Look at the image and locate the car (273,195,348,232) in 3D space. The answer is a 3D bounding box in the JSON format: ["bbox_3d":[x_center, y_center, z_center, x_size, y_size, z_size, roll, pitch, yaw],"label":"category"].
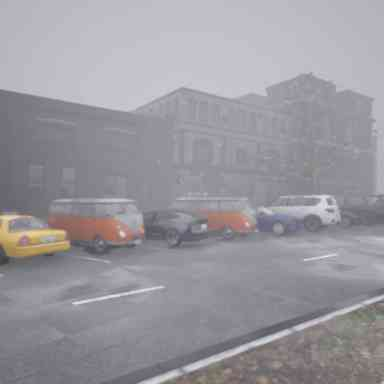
[{"bbox_3d":[6.000,1.218,20.135,5.566,2.045,2.435,-1,-1,35],"label":"car"}]

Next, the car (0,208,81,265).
[{"bbox_3d":[-6.469,1.461,11.603,5.366,1.575,1.946,-1,-1,35],"label":"car"}]

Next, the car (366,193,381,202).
[{"bbox_3d":[37.088,1.032,67.942,2.185,1.767,4.553,0,-1,36],"label":"car"}]

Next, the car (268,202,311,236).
[{"bbox_3d":[3.559,1.468,18.406,5.008,1.535,2.097,-1,-1,35],"label":"car"}]

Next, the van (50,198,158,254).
[{"bbox_3d":[-3.751,1.236,13.173,4.442,1.987,1.878,-1,-1,35],"label":"van"}]

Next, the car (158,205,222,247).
[{"bbox_3d":[-1.405,1.495,14.976,4.792,1.488,2.163,-1,-1,35],"label":"car"}]

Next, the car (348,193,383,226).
[{"bbox_3d":[10.932,1.220,23.566,5.566,2.045,2.435,-1,-1,35],"label":"car"}]

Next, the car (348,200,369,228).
[{"bbox_3d":[8.492,1.470,21.839,5.008,1.535,2.097,-1,-1,35],"label":"car"}]

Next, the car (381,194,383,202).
[{"bbox_3d":[38.759,1.158,65.509,2.231,1.521,4.892,0,-1,36],"label":"car"}]

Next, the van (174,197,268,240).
[{"bbox_3d":[1.188,1.239,16.624,4.442,1.987,1.878,-1,-1,35],"label":"van"}]
